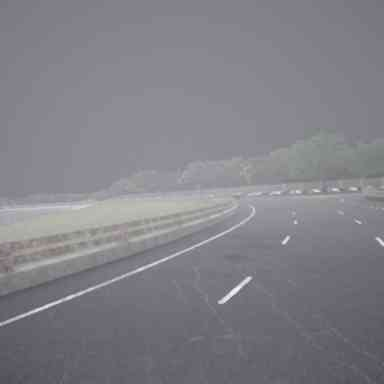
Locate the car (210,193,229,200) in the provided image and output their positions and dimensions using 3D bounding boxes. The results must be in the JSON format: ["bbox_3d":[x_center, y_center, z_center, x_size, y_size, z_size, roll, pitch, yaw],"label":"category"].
[{"bbox_3d":[6.546,1.410,80.362,1.994,1.385,4.181,-3,0,-15],"label":"car"}]

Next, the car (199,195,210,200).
[{"bbox_3d":[3.571,1.537,89.714,1.812,1.442,4.674,-3,0,-23],"label":"car"}]

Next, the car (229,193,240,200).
[{"bbox_3d":[9.947,1.130,81.138,1.882,1.535,5.008,-3,0,-15],"label":"car"}]

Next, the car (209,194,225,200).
[{"bbox_3d":[6.842,1.357,90.946,2.033,1.411,5.357,-3,0,-23],"label":"car"}]

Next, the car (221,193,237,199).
[{"bbox_3d":[10.111,1.147,92.178,2.128,1.511,4.902,-3,0,-23],"label":"car"}]
